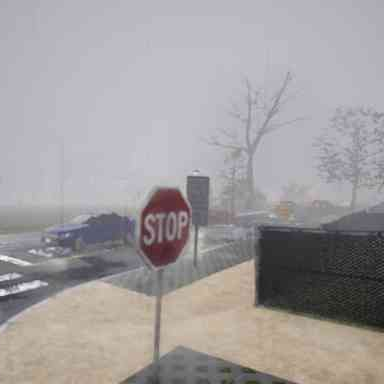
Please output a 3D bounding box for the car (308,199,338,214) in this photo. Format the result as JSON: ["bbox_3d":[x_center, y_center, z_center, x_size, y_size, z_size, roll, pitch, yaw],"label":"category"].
[{"bbox_3d":[15.603,1.660,39.958,2.097,1.767,4.553,3,2,35],"label":"car"}]

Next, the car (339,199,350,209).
[{"bbox_3d":[23.280,1.872,51.673,1.812,1.442,4.674,3,2,33],"label":"car"}]

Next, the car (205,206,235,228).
[{"bbox_3d":[1.246,1.709,23.468,1.895,1.301,4.718,3,2,33],"label":"car"}]

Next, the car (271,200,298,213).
[{"bbox_3d":[10.507,1.657,37.520,1.837,1.490,4.892,3,1,34],"label":"car"}]

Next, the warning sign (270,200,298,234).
[{"bbox_3d":[5.582,1.484,20.254,1.300,1.860,1.060,4,2,33],"label":"warning sign"}]

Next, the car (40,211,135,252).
[{"bbox_3d":[-4.346,1.614,14.843,1.812,1.442,4.674,3,2,32],"label":"car"}]
